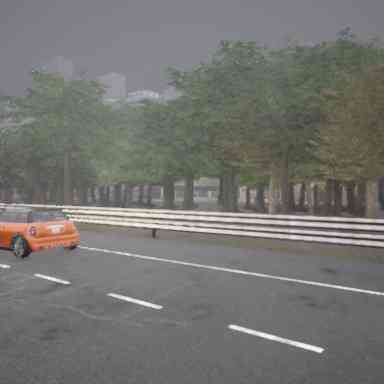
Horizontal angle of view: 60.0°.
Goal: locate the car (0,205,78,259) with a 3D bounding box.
[{"bbox_3d":[-6.460,1.353,12.786,4.553,1.767,2.097,0,0,36],"label":"car"}]
